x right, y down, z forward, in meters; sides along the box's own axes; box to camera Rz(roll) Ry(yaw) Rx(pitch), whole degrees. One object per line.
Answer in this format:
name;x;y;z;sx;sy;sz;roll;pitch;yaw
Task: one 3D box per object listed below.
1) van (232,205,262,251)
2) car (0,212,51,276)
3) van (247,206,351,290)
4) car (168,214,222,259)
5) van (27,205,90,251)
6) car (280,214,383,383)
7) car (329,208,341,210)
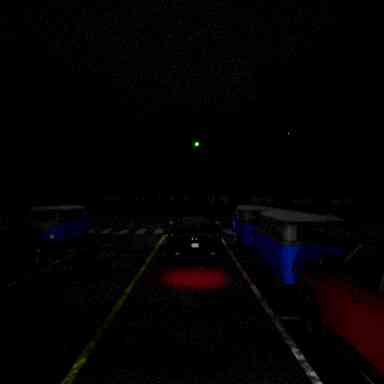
van;2.755;1.472;14.457;1.690;1.788;3.998;0;-1;0
car;-5.768;1.522;9.015;1.967;1.590;4.097;0;-1;0
van;2.757;1.423;9.019;1.690;1.788;3.998;0;-1;0
car;0.093;1.598;13.250;1.882;1.535;5.008;0;-1;0
van;-5.770;1.472;14.454;1.690;1.788;3.998;0;-1;0
car;2.759;1.348;3.582;2.192;1.841;5.009;0;-1;0
car;10.789;1.966;25.243;4.902;1.511;2.128;1;-1;-1
